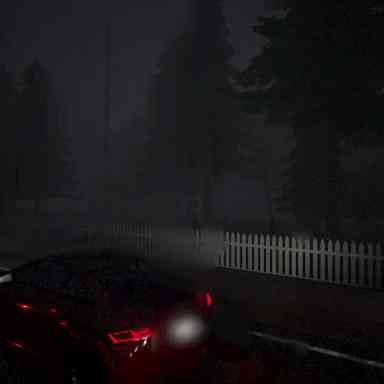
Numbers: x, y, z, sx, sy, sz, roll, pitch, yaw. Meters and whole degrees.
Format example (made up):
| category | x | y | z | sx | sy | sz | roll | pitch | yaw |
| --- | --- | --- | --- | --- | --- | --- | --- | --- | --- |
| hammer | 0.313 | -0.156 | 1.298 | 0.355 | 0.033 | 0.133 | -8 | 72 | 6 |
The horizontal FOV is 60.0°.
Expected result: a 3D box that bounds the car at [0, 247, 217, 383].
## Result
| category | x | y | z | sx | sy | sz | roll | pitch | yaw |
| --- | --- | --- | --- | --- | --- | --- | --- | --- | --- |
| car | -1.727 | 1.564 | 5.008 | 4.181 | 1.385 | 1.994 | 0 | 0 | 35 |
